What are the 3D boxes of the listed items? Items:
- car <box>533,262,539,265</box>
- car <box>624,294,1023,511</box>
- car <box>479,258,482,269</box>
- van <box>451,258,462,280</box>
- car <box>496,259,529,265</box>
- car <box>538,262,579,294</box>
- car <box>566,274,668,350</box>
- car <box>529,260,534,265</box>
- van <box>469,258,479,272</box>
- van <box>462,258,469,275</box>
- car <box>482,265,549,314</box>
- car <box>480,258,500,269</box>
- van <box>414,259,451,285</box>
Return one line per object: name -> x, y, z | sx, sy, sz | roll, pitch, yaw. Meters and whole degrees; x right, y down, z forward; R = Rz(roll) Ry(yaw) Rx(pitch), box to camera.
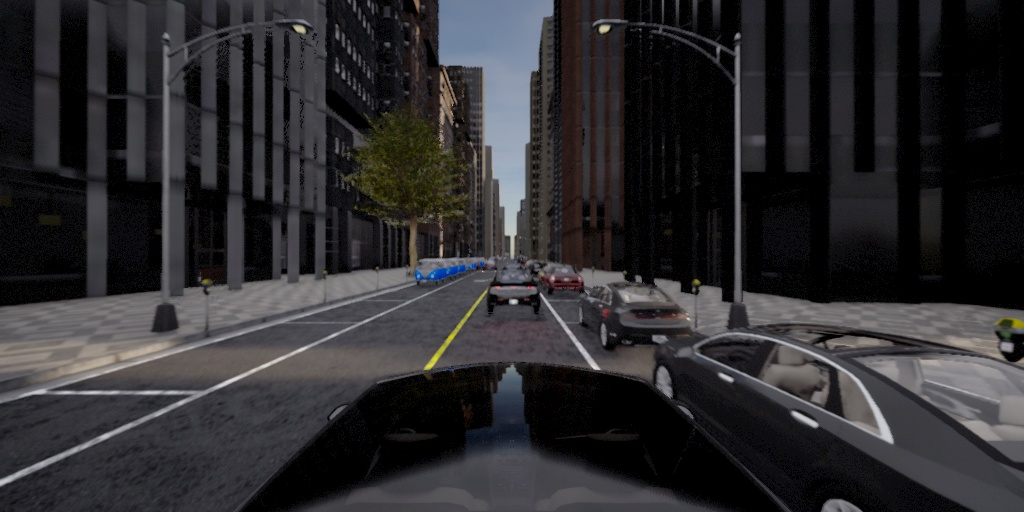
car -> 2.764, 1.307, 25.929 | 1.751, 1.417, 4.829 | 0, 0, 0
car -> 2.762, 1.303, 3.284 | 2.007, 1.370, 4.403 | 0, 0, 0
car -> -5.759, 1.372, 53.845 | 1.888, 1.381, 4.507 | 0, 0, 0
van -> -5.761, 1.131, 31.372 | 1.690, 1.789, 3.998 | 0, 0, 0
car -> 0.070, 1.279, 29.255 | 2.128, 1.511, 4.902 | 0, 0, 0
car -> 2.764, 1.214, 20.140 | 1.967, 1.591, 4.097 | 0, 0, 0
car -> 2.763, 1.310, 8.903 | 2.007, 1.370, 4.403 | 0, 0, 0
car -> 2.765, 1.365, 36.997 | 1.948, 1.339, 4.313 | 0, 0, 0
van -> -5.760, 1.158, 48.227 | 1.690, 1.789, 3.998 | 0, 0, 0
van -> -5.760, 1.139, 36.990 | 1.690, 1.789, 3.998 | 0, 0, 0
car -> 0.067, 1.257, 13.926 | 2.128, 1.511, 4.902 | 0, 0, 0
car -> -3.078, 1.348, 50.950 | 1.812, 1.442, 4.674 | 0, 0, 0
van -> -5.761, 1.122, 25.753 | 1.690, 1.789, 3.998 | 0, 0, 0
